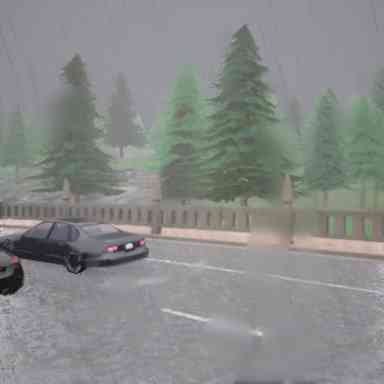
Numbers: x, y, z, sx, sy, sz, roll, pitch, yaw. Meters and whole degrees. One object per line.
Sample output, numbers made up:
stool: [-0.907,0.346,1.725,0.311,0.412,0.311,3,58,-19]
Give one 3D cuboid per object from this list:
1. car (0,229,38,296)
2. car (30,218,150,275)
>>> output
car: [-5.658,1.556,7.324,4.181,1.385,1.994,0,0,31]
car: [-3.885,1.530,10.385,5.357,1.411,2.033,0,0,30]
